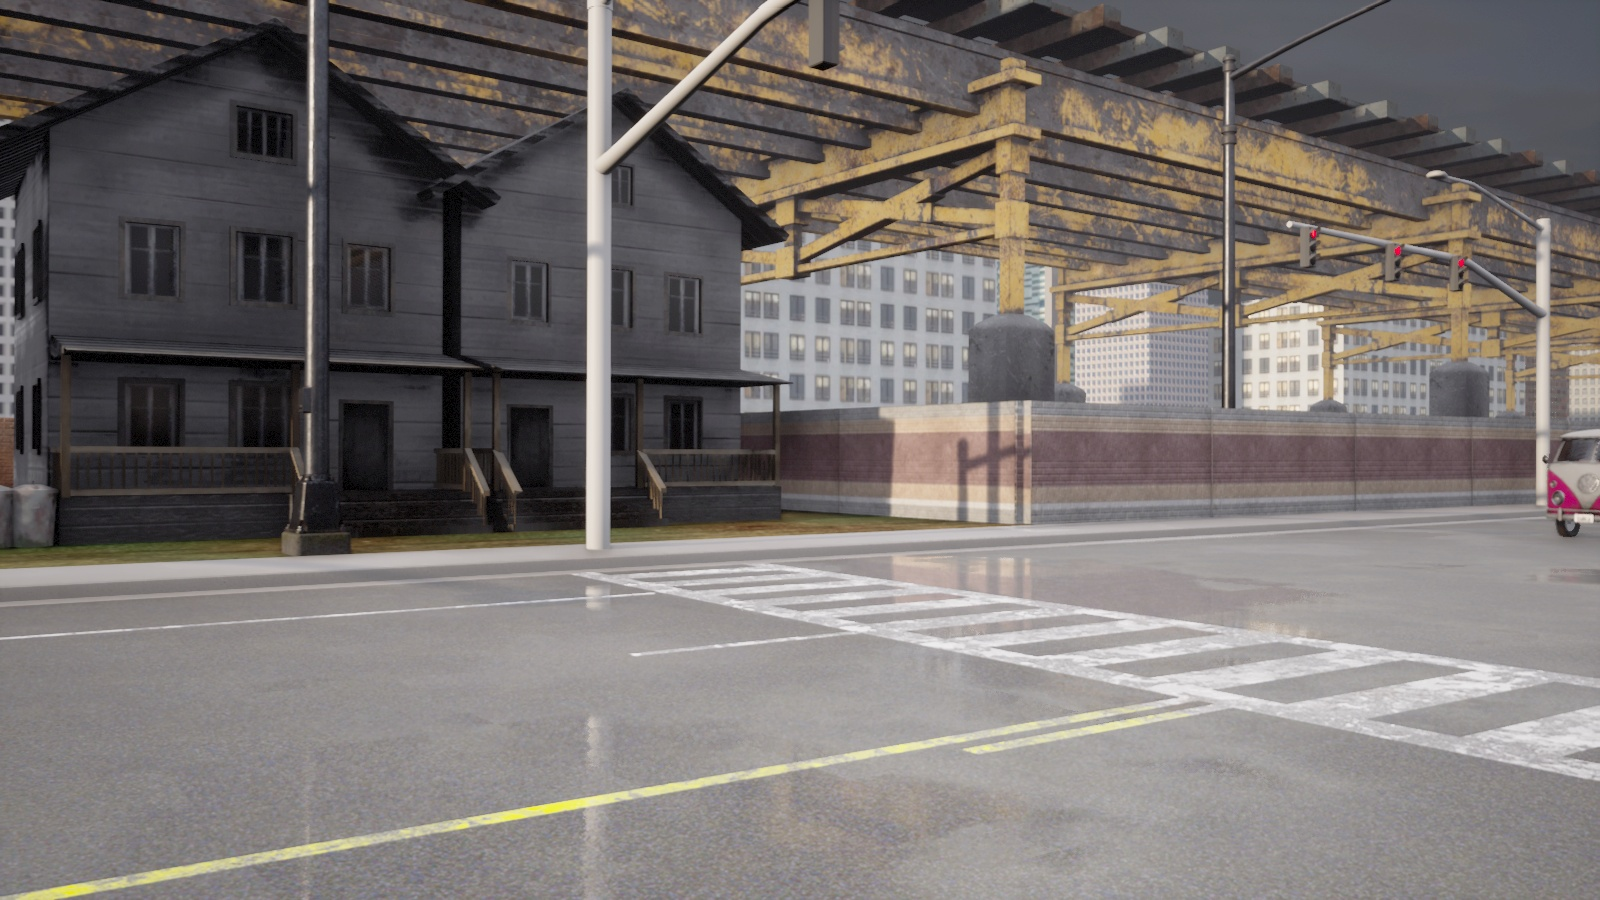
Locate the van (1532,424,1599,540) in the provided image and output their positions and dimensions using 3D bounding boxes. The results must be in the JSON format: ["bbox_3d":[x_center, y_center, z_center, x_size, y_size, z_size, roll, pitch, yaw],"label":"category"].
[{"bbox_3d":[15.439,0.550,23.052,4.442,1.987,1.775,0,0,-35],"label":"van"}]
